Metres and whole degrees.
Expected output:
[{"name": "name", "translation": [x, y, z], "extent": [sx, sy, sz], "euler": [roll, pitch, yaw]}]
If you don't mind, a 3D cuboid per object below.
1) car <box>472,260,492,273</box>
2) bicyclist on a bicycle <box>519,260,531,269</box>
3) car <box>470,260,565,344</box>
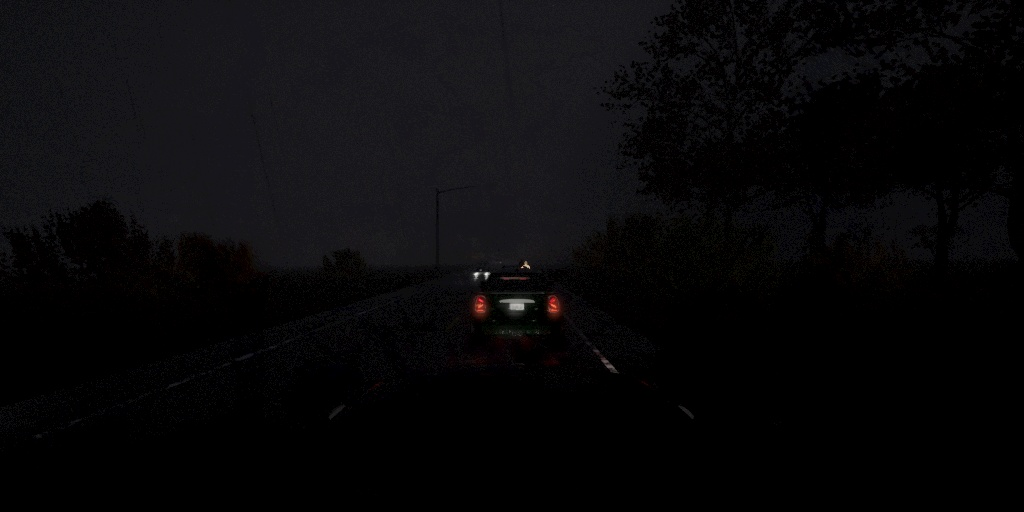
[{"name": "car", "translation": [-3.647, 1.283, 44.183], "extent": [2.033, 1.411, 5.357], "euler": [0, 0, 0]}, {"name": "bicyclist on a bicycle", "translation": [0.981, 1.177, 25.574], "extent": [0.866, 1.612, 1.509], "euler": [0, 0, 1]}, {"name": "car", "translation": [0.115, 1.099, 9.751], "extent": [2.097, 1.767, 4.553], "euler": [0, 0, 0]}]
